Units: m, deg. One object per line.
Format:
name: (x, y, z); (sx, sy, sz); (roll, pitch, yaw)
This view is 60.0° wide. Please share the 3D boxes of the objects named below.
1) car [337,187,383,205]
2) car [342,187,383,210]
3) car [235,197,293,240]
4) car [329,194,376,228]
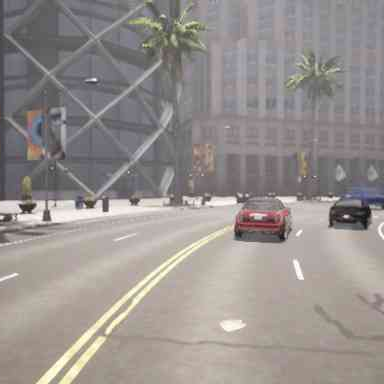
car: (21.051, 0.449, 41.306); (5.566, 2.045, 2.150); (0, 1, -19)
car: (16.198, 0.634, 31.001); (5.566, 2.045, 2.150); (0, 1, -33)
car: (3.481, 1.052, 15.564); (2.097, 1.767, 4.553); (1, 1, 21)
car: (9.303, 1.112, 19.345); (1.882, 1.535, 5.008); (1, 1, 32)
